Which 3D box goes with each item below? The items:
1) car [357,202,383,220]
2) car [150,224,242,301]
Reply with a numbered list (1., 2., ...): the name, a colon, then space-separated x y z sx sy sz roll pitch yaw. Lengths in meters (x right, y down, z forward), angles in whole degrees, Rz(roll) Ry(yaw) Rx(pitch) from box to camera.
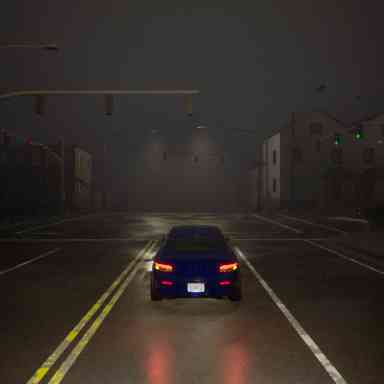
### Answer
1. car: 16.378 1.526 27.930 4.674 1.442 1.812 0 0 -1
2. car: 0.089 1.526 8.184 1.812 1.442 4.674 0 0 0
